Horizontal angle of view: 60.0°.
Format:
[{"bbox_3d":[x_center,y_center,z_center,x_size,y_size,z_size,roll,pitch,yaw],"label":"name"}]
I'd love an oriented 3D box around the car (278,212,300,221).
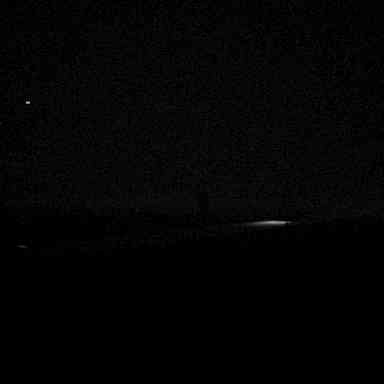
[{"bbox_3d":[14.537,3.611,49.540,1.895,1.301,4.718,-2,-3,35],"label":"car"}]
